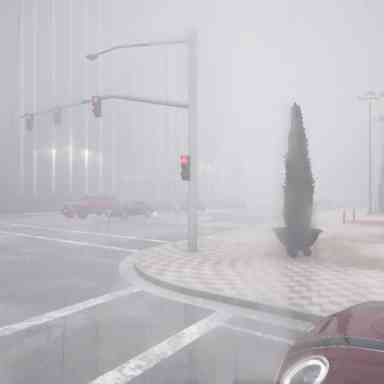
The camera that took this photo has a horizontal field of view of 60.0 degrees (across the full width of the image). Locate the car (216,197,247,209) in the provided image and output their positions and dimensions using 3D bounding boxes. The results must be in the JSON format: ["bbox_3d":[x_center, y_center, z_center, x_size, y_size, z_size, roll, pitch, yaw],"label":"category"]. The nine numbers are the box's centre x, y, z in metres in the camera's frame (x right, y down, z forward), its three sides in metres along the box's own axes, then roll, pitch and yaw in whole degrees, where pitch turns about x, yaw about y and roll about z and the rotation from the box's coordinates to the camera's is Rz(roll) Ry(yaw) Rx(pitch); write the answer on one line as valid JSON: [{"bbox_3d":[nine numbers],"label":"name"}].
[{"bbox_3d":[5.671,1.492,44.749,2.128,1.511,4.902,0,0,35],"label":"car"}]

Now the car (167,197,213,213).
[{"bbox_3d":[-0.139,1.492,36.431,2.128,1.511,4.902,0,0,35],"label":"car"}]

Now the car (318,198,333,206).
[{"bbox_3d":[22.573,1.601,56.451,1.895,1.301,4.718,0,0,34],"label":"car"}]

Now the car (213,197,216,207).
[{"bbox_3d":[2.587,1.478,46.448,1.882,1.535,5.008,0,0,35],"label":"car"}]

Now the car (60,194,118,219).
[{"bbox_3d":[-8.944,1.221,29.907,2.150,2.045,5.566,0,0,35],"label":"car"}]

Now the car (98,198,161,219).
[{"bbox_3d":[-5.349,1.492,28.958,2.128,1.511,4.902,0,0,35],"label":"car"}]

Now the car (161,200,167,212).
[{"bbox_3d":[-3.241,1.564,38.095,1.994,1.385,4.181,0,0,35],"label":"car"}]

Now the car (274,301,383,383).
[{"bbox_3d":[2.793,1.352,1.978,4.553,1.767,2.097,0,0,36],"label":"car"}]
